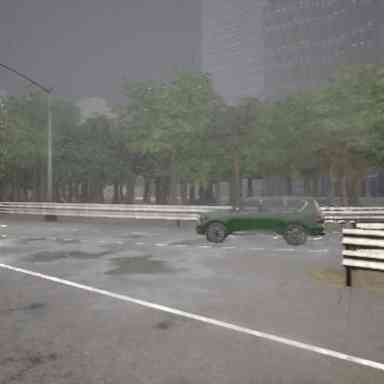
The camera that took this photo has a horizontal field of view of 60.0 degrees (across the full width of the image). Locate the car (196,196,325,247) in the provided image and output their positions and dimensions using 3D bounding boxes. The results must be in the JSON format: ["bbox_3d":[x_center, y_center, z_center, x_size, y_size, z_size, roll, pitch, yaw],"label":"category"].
[{"bbox_3d":[2.988,1.224,14.926,5.566,2.045,2.150,0,0,14],"label":"car"}]
